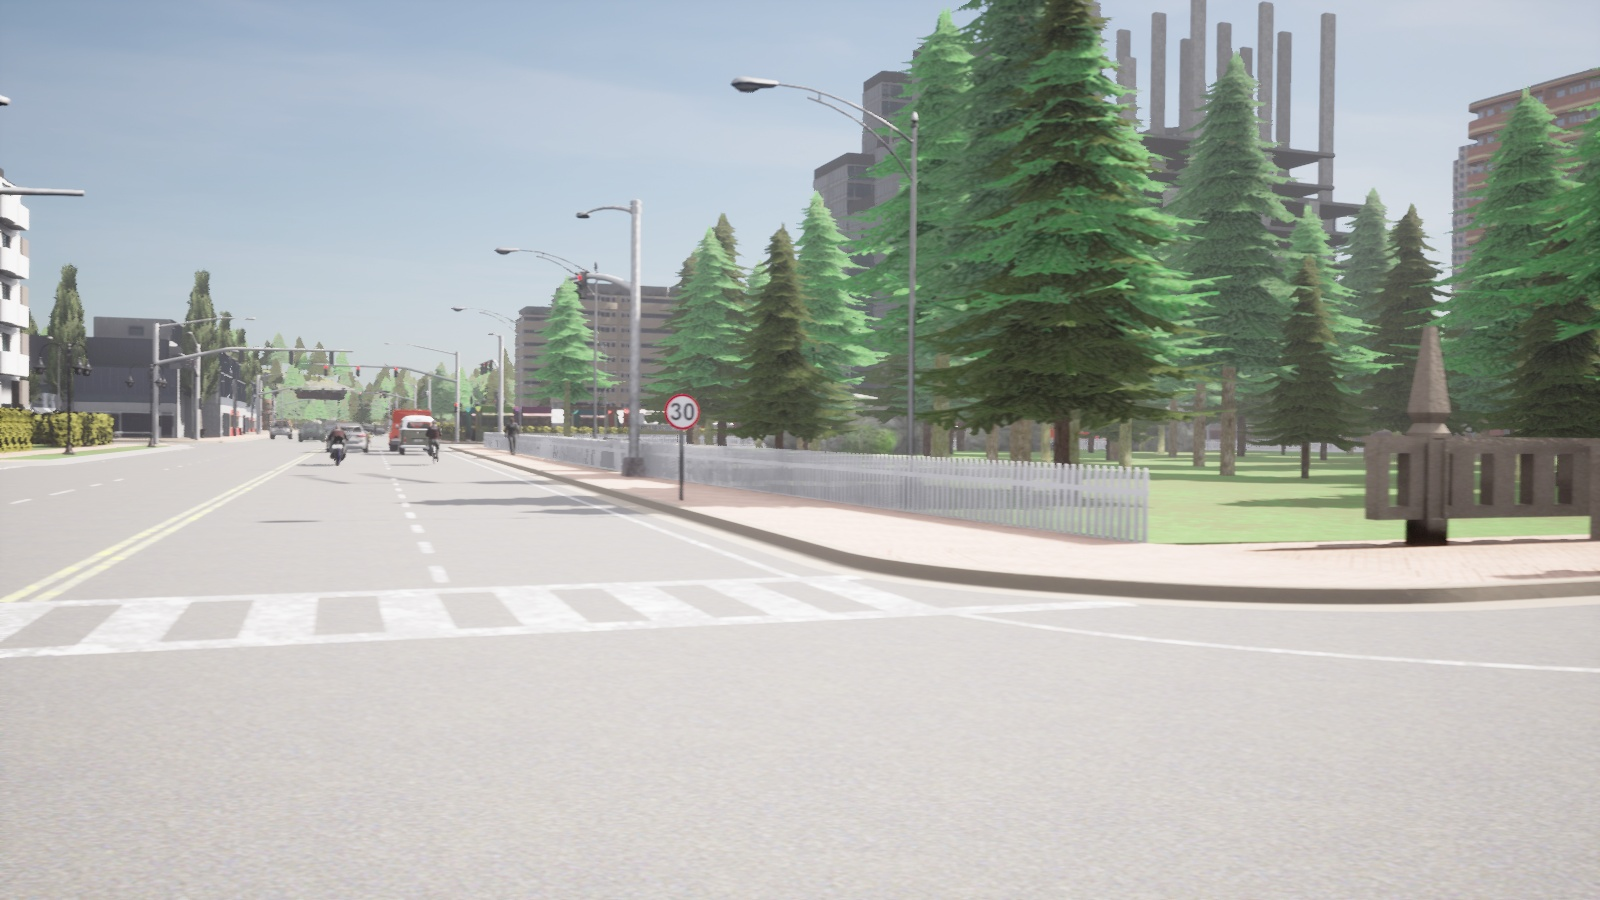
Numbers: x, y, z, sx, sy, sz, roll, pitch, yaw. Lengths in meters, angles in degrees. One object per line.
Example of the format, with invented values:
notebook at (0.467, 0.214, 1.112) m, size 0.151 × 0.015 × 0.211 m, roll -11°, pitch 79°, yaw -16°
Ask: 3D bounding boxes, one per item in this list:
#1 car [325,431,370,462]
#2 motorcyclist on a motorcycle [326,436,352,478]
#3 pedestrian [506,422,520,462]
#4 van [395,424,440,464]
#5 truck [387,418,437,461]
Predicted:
car at (-25.171, -0.223, 69.934) m, size 2.242 × 1.667 × 4.611 m, roll -1°, pitch 1°, yaw -19°
motorcyclist on a motorcycle at (-17.590, 0.243, 47.962) m, size 0.866 × 1.530 × 2.191 m, roll -1°, pitch 1°, yaw -19°
pedestrian at (-13.640, -0.367, 59.667) m, size 0.563 × 1.883 × 0.849 m, roll -1°, pitch 1°, yaw -18°
van at (-20.201, -0.338, 66.264) m, size 2.069 × 2.038 × 4.480 m, roll -1°, pitch 1°, yaw -19°
truck at (-23.252, -0.659, 75.093) m, size 2.627 × 2.467 × 5.204 m, roll -1°, pitch 1°, yaw -19°
